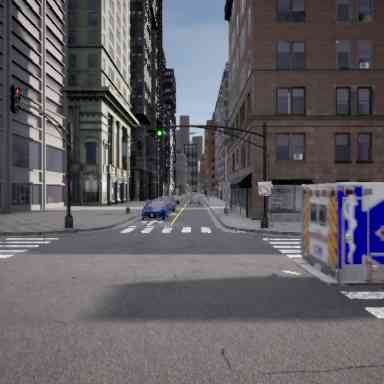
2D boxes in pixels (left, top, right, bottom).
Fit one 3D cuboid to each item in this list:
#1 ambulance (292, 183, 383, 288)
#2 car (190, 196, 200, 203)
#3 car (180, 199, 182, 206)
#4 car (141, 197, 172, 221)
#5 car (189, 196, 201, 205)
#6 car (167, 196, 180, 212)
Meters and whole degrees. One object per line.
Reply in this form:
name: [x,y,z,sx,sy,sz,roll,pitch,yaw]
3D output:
ambulance: [5.800,1.022,7.705,6.366,2.431,2.351,0,0,0]
car: [0.591,1.466,67.846,2.033,1.411,5.357,0,0,1]
car: [-2.657,1.541,52.531,1.895,1.301,4.718,0,0,1]
car: [-2.965,1.447,27.392,1.882,1.535,5.008,0,0,1]
car: [0.477,1.499,57.844,1.994,1.385,4.181,0,0,1]
car: [-2.850,1.310,37.259,2.097,1.767,4.553,0,0,1]
